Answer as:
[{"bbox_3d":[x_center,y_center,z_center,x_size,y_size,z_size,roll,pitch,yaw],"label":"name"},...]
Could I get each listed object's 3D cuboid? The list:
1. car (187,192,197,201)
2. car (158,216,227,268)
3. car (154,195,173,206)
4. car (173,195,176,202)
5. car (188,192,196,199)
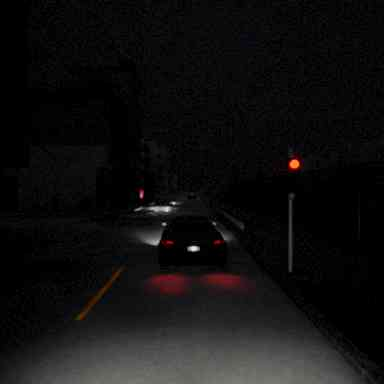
[{"bbox_3d":[-0.027,1.059,70.178,2.128,1.511,4.902,0,0,0],"label":"car"},{"bbox_3d":[-0.069,1.491,11.005,1.994,1.385,4.181,0,0,-3],"label":"car"},{"bbox_3d":[-4.097,1.298,46.282,1.895,1.301,4.718,0,0,0],"label":"car"},{"bbox_3d":[-4.049,1.193,62.483,1.895,1.301,4.718,0,0,0],"label":"car"},{"bbox_3d":[-0.033,0.784,80.597,1.882,1.535,5.008,0,0,0],"label":"car"}]
